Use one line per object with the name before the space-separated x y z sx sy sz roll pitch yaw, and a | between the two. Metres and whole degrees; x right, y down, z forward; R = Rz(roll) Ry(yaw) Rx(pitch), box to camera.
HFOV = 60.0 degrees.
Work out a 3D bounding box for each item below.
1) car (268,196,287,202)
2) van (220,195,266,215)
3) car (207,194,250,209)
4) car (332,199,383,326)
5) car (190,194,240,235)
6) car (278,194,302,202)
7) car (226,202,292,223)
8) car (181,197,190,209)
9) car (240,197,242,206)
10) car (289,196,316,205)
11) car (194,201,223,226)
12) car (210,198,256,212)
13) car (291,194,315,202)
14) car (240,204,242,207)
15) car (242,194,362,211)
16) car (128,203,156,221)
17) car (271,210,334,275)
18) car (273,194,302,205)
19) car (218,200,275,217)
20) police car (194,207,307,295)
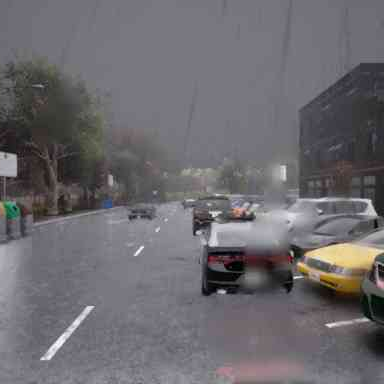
car | 20.593 1.719 80.285 2.163 1.488 4.792 0 -1 -22
van | 5.344 1.323 35.168 4.442 1.987 1.878 1 0 -20
car | 5.187 1.330 47.160 5.566 2.045 2.435 1 0 -20
car | 5.299 1.236 5.070 5.566 2.045 2.435 1 0 -20
car | 1.119 1.245 18.813 2.150 2.045 5.566 0 0 0
car | 23.616 1.440 80.383 2.435 2.045 5.566 0 -1 -22
car | 5.266 1.562 26.110 4.674 1.452 2.002 1 0 -20
car | -0.203 1.619 46.323 1.812 1.442 4.674 0 0 0
car | 5.248 1.382 20.101 4.553 1.767 2.185 1 0 -20
car | 20.991 1.666 63.342 2.163 1.488 4.792 0 1 -22
car | 1.101 1.512 24.783 1.882 1.535 5.008 0 0 0
car | 5.027 1.558 41.065 5.366 1.575 1.946 1 0 -20
car | 26.676 1.441 80.434 2.435 2.045 5.566 1 -1 -22
car | 5.261 1.532 17.086 4.792 1.488 2.163 1 0 -20
car | 5.269 1.246 14.087 5.566 2.045 2.435 1 0 -20
car | -4.139 1.643 28.042 1.895 1.301 4.718 0 0 0
car | 5.269 1.523 11.085 4.792 1.488 2.163 1 0 -20
car | 18.077 1.384 63.214 2.435 2.045 5.566 0 1 -22
car | 5.238 1.538 32.122 5.008 1.535 2.097 1 0 -20
police car | 1.145 1.431 8.892 1.930 1.638 5.238 0 0 0
